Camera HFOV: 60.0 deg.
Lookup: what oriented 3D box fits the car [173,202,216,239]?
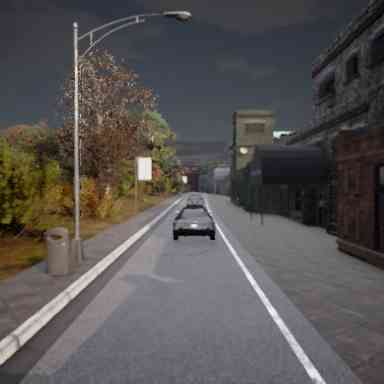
[{"bbox_3d":[0.105,1.420,16.421,1.994,1.385,4.181,0,1,0],"label":"car"}]

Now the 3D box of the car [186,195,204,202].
[{"bbox_3d":[0.345,1.026,35.462,2.033,1.411,5.357,0,2,1],"label":"car"}]
